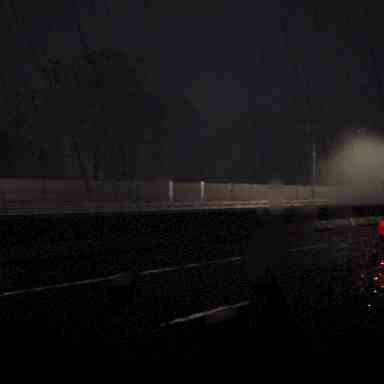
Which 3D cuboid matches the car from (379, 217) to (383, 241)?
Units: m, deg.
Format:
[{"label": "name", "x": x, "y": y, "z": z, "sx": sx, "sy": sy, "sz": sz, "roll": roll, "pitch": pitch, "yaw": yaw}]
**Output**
[{"label": "car", "x": 10.962, "y": 1.421, "z": 15.896, "sx": 4.553, "sy": 1.767, "sz": 2.097, "roll": 0, "pitch": 0, "yaw": -36}]
